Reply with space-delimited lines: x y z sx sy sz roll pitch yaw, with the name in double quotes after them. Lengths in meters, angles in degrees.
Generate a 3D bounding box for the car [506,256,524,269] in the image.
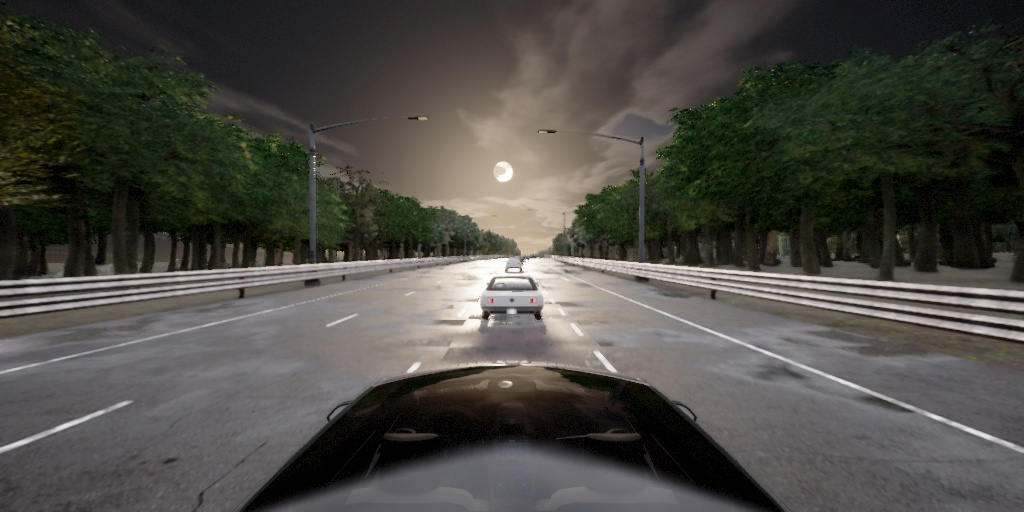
0.223 0.995 42.345 1.812 1.442 4.674 0 0 1 "car"

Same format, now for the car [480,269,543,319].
0.000 1.330 12.760 1.895 1.301 4.718 0 0 0 "car"
